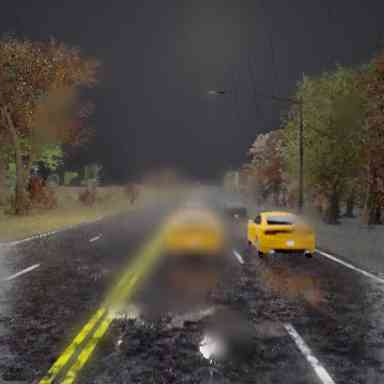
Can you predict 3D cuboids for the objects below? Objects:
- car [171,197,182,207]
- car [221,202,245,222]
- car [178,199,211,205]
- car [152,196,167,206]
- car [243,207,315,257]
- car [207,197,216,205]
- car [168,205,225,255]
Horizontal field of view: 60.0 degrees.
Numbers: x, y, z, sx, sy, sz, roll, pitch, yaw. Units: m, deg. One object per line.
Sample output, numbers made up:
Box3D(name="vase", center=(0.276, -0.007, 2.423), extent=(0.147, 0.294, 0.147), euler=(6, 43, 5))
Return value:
Box3D(name="car", center=(-2.444, 1.736, 58.213), extent=(1.837, 1.490, 4.892), euler=(0, 0, 2))
Box3D(name="car", center=(3.494, 1.631, 27.471), extent=(1.837, 1.490, 4.892), euler=(0, 0, 1))
Box3D(name="car", center=(0.243, 1.616, 27.460), extent=(2.128, 1.511, 4.902), euler=(0, 0, 1))
Box3D(name="car", center=(-5.693, 1.584, 58.286), extent=(2.097, 1.767, 4.553), euler=(0, 0, 2))
Box3D(name="car", center=(3.353, 1.544, 13.273), extent=(1.882, 1.535, 5.008), euler=(0, -1, 4))
Box3D(name="car", center=(3.750, 1.761, 65.730), extent=(1.837, 1.490, 4.892), euler=(0, 0, 2))
Box3D(name="car", center=(0.108, 1.544, 13.636), extent=(1.882, 1.535, 5.008), euler=(0, 0, 1))
